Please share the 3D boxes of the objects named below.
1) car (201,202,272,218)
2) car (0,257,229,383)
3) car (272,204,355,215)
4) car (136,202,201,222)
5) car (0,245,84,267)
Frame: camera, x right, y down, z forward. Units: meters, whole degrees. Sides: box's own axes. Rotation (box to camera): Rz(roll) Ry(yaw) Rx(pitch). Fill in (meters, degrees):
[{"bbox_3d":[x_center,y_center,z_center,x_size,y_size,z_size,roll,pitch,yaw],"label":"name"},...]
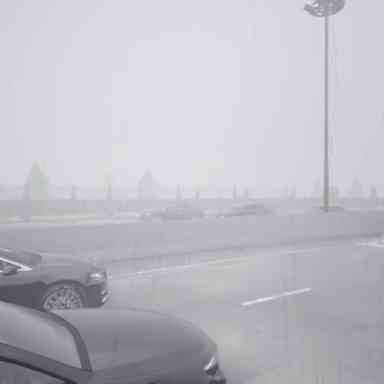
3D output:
[{"bbox_3d":[3.332,1.470,21.936,4.892,1.490,1.837,0,0,-27],"label":"car"},{"bbox_3d":[-1.853,1.520,2.367,4.674,1.442,1.812,0,0,-35],"label":"car"},{"bbox_3d":[7.655,1.449,20.198,5.008,1.535,1.882,0,0,-25],"label":"car"},{"bbox_3d":[-1.464,1.450,23.363,4.902,1.511,2.128,0,0,-29],"label":"car"},{"bbox_3d":[-3.801,1.479,5.264,4.902,1.511,2.128,0,0,-35],"label":"car"}]
